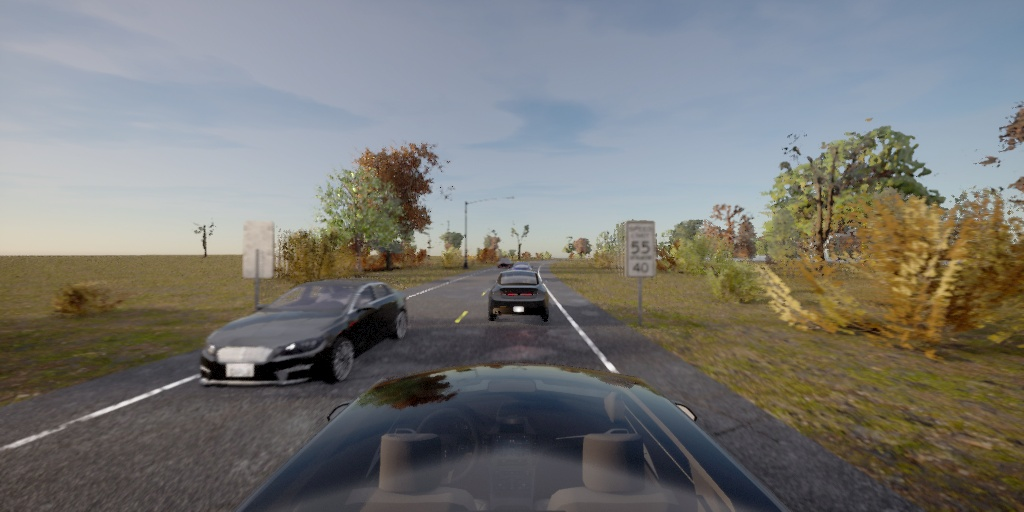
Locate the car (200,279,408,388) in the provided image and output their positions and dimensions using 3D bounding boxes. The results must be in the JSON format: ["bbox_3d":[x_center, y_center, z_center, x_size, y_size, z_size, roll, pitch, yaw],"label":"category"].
[{"bbox_3d":[-3.543,1.242,7.159,2.128,1.511,4.902,0,0,1],"label":"car"}]

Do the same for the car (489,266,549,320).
[{"bbox_3d":[0.233,1.257,12.559,1.837,1.490,4.892,0,0,1],"label":"car"}]

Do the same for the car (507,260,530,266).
[{"bbox_3d":[0.842,1.275,30.776,1.812,1.442,4.674,0,0,3],"label":"car"}]

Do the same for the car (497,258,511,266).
[{"bbox_3d":[-1.072,1.095,56.217,2.097,1.767,4.553,0,0,5],"label":"car"}]
